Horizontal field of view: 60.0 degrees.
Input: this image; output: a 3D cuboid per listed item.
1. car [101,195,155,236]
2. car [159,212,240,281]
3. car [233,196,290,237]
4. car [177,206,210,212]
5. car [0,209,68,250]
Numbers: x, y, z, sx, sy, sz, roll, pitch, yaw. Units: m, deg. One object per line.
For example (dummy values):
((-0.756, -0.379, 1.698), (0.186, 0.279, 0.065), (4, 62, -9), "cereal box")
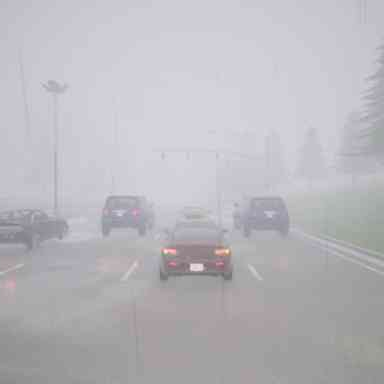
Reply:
((-3.404, 1.202, 18.439), (2.150, 2.045, 5.566), (0, -1, 0), "car")
((0.100, 1.520, 9.711), (1.812, 1.442, 4.674), (0, 0, 0), "car")
((3.601, 1.208, 18.075), (2.150, 2.045, 5.566), (0, 0, 0), "car")
((0.100, 1.513, 19.292), (1.812, 1.442, 4.674), (0, 0, 0), "car")
((-6.900, 1.482, 14.191), (2.128, 1.511, 4.902), (0, 0, 0), "car")
